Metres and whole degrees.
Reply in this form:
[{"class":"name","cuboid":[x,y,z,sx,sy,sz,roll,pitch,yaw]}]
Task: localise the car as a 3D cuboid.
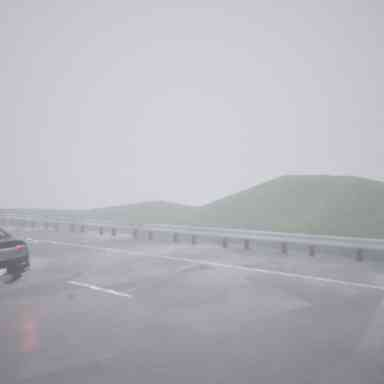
[{"class":"car","cuboid":[-6.013,1.447,8.155,4.902,1.511,2.128,0,1,32]}]
